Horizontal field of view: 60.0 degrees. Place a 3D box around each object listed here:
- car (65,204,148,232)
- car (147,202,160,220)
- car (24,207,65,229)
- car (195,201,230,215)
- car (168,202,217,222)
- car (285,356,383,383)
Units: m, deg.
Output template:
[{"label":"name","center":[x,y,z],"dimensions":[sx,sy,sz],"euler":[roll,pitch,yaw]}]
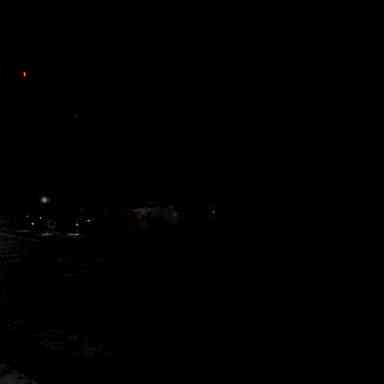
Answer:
[{"label":"car","center":[-5.281,1.632,21.115],"dimensions":[1.812,1.442,4.674],"euler":[1,0,35]},{"label":"car","center":[-3.355,1.653,29.462],"dimensions":[1.812,1.442,4.674],"euler":[1,0,35]},{"label":"car","center":[-8.494,1.652,22.207],"dimensions":[1.895,1.301,4.718],"euler":[1,0,35]},{"label":"car","center":[2.403,1.777,37.569],"dimensions":[1.994,1.385,4.181],"euler":[1,0,36]},{"label":"car","center":[0.074,1.677,28.680],"dimensions":[2.128,1.511,4.902],"euler":[1,0,35]},{"label":"car","center":[2.446,1.545,1.216],"dimensions":[4.507,1.381,1.887],"euler":[0,1,35]}]
